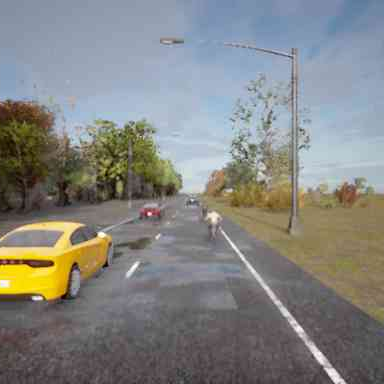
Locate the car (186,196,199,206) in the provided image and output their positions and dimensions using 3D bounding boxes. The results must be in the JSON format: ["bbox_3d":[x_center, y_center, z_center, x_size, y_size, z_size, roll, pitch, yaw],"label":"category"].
[{"bbox_3d":[0.117,1.497,56.750,2.097,1.767,4.553,0,0,0],"label":"car"}]

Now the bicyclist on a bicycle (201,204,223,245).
[{"bbox_3d":[0.970,1.474,14.884,0.866,1.612,1.509,0,-1,0],"label":"bicyclist on a bicycle"}]

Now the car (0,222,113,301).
[{"bbox_3d":[-3.397,1.499,8.438,1.882,1.535,5.008,0,0,0],"label":"car"}]

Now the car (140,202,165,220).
[{"bbox_3d":[-3.391,1.599,28.909,1.812,1.442,4.674,0,0,0],"label":"car"}]

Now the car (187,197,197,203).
[{"bbox_3d":[0.026,1.743,73.874,1.994,1.385,4.181,0,0,0],"label":"car"}]

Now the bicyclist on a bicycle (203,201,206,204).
[{"bbox_3d":[0.974,1.517,25.566,0.582,1.620,1.656,0,0,0],"label":"bicyclist on a bicycle"}]
